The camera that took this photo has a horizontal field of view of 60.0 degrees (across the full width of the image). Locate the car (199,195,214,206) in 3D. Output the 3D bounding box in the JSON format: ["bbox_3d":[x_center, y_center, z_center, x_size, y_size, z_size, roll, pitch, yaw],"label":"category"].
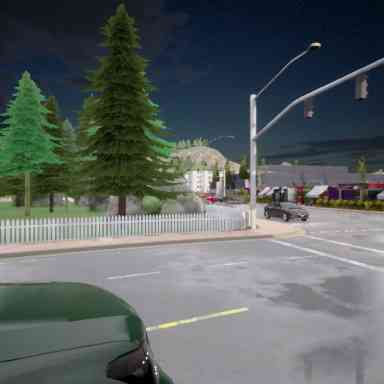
[{"bbox_3d":[1.260,1.559,49.378,1.837,1.490,4.892,0,0,-16],"label":"car"}]

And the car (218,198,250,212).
[{"bbox_3d":[4.893,1.656,36.943,1.895,1.301,4.718,0,0,-16],"label":"car"}]

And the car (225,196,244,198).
[{"bbox_3d":[8.616,1.547,62.284,2.128,1.511,4.902,0,0,-16],"label":"car"}]

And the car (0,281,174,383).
[{"bbox_3d":[-2.779,1.221,1.653,5.566,2.045,2.150,0,0,-36],"label":"car"}]

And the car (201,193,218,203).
[{"bbox_3d":[2.844,1.277,69.594,2.150,2.045,5.566,0,0,-17],"label":"car"}]

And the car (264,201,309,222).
[{"bbox_3d":[7.671,1.560,27.462,1.837,1.490,4.892,0,0,-16],"label":"car"}]

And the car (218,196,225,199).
[{"bbox_3d":[5.989,1.559,71.147,1.837,1.490,4.892,0,0,-16],"label":"car"}]
